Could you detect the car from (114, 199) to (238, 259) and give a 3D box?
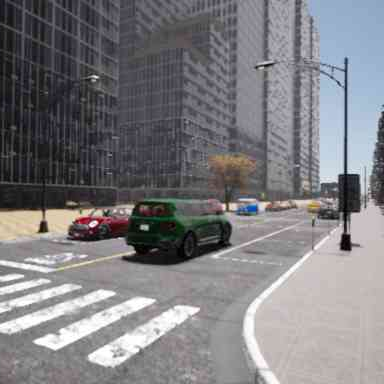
[{"bbox_3d":[-0.287,1.283,13.164,2.150,2.045,5.566,0,-1,28],"label":"car"}]

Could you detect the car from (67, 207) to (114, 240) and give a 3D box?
[{"bbox_3d":[-4.465,1.505,17.396,1.967,1.590,4.097,1,0,28],"label":"car"}]

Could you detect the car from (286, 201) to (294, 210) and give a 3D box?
[{"bbox_3d":[14.176,2.078,52.053,1.752,1.417,4.829,1,0,28],"label":"car"}]

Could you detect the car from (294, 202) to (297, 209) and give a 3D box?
[{"bbox_3d":[16.930,2.203,57.175,1.802,1.307,4.206,1,0,28],"label":"car"}]

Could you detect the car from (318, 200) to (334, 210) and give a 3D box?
[{"bbox_3d":[21.849,2.115,54.213,1.882,1.535,5.008,0,-1,29],"label":"car"}]

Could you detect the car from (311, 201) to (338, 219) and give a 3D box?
[{"bbox_3d":[13.621,1.930,33.332,2.008,1.369,4.403,1,0,28],"label":"car"}]

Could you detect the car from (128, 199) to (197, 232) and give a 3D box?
[{"bbox_3d":[-1.788,1.453,22.369,2.192,1.841,5.009,1,0,28],"label":"car"}]

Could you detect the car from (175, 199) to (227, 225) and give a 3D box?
[{"bbox_3d":[0.887,1.525,27.342,2.192,1.841,5.009,1,0,28],"label":"car"}]

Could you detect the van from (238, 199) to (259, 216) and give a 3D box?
[{"bbox_3d":[6.235,1.692,37.286,1.690,1.788,3.998,1,0,28],"label":"van"}]

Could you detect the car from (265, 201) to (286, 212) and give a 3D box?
[{"bbox_3d":[11.581,2.070,47.230,1.802,1.307,4.206,1,0,28],"label":"car"}]

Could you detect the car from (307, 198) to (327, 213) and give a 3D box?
[{"bbox_3d":[16.775,1.988,44.720,1.882,1.535,5.008,0,-1,29],"label":"car"}]
